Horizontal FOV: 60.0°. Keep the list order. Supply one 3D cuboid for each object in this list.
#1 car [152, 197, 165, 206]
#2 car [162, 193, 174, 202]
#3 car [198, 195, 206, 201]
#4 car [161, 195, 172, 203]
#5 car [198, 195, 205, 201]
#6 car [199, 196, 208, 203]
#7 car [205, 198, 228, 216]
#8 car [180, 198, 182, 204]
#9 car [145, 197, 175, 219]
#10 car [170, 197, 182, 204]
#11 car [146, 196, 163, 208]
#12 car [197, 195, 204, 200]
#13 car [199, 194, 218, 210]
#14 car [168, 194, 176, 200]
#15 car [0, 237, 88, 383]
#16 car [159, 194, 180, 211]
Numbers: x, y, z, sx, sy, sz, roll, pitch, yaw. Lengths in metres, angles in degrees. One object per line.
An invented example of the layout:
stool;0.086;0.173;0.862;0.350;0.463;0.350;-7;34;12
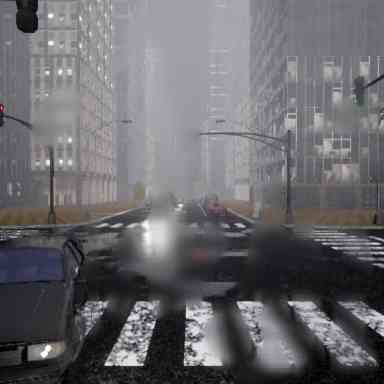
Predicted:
car;-5.426;1.557;54.182;1.802;1.307;4.206;-1;0;0
car;-5.470;1.273;76.280;2.192;1.841;5.009;-1;0;0
car;2.404;1.536;81.844;1.802;1.307;4.206;-1;0;0
car;-5.458;1.403;70.755;1.967;1.590;4.097;-1;0;0
car;2.392;1.474;87.539;1.752;1.417;4.829;-1;0;0
car;2.423;1.508;70.795;1.887;1.381;4.507;-1;0;0
car;2.463;1.569;32.123;1.802;1.307;4.206;-1;0;0
car;-2.933;1.580;48.724;1.895;1.301;4.718;0;0;0
car;-2.908;1.480;28.788;2.128;1.511;4.902;0;0;0
car;-2.895;1.571;61.638;1.895;1.301;4.718;0;0;0
car;-5.417;1.419;48.657;1.967;1.590;4.097;-1;0;0
car;2.383;1.489;92.893;1.887;1.381;4.507;-1;0;0
car;2.459;1.297;43.172;2.192;1.841;5.009;-1;0;0
car;-5.499;1.384;92.854;1.967;1.590;4.097;-1;0;0
car;-2.802;1.545;5.725;2.033;1.411;5.357;0;0;-14
car;-2.923;1.206;38.702;2.150;2.045;5.566;0;0;0
